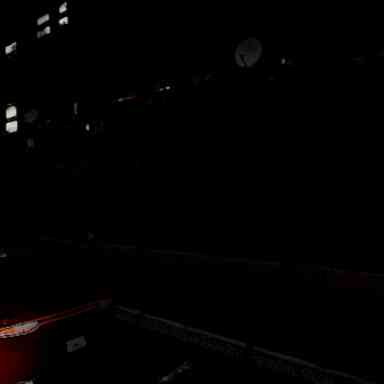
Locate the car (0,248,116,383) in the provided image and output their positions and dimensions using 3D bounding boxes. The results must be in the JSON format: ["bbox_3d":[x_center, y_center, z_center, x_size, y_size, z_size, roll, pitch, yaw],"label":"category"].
[{"bbox_3d":[-3.077,1.512,4.939,4.507,1.381,1.887,0,-1,36],"label":"car"}]
